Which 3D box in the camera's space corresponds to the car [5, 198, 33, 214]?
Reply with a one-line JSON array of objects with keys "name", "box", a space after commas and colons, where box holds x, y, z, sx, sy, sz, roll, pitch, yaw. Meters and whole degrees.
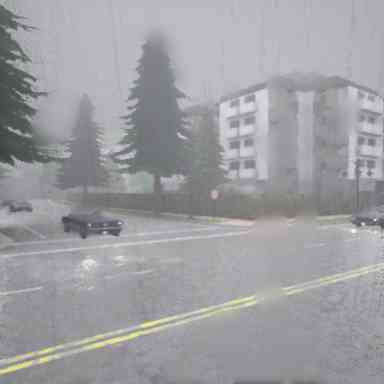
[{"name": "car", "box": [-18.488, 1.513, 35.904, 2.033, 1.411, 5.357, 0, 0, -34]}]

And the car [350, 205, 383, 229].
[{"name": "car", "box": [12.615, 1.568, 21.665, 5.357, 1.411, 2.033, 0, 0, -33]}]

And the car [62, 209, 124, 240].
[{"name": "car", "box": [-5.242, 1.568, 17.239, 1.895, 1.301, 4.718, 0, 0, -34]}]
